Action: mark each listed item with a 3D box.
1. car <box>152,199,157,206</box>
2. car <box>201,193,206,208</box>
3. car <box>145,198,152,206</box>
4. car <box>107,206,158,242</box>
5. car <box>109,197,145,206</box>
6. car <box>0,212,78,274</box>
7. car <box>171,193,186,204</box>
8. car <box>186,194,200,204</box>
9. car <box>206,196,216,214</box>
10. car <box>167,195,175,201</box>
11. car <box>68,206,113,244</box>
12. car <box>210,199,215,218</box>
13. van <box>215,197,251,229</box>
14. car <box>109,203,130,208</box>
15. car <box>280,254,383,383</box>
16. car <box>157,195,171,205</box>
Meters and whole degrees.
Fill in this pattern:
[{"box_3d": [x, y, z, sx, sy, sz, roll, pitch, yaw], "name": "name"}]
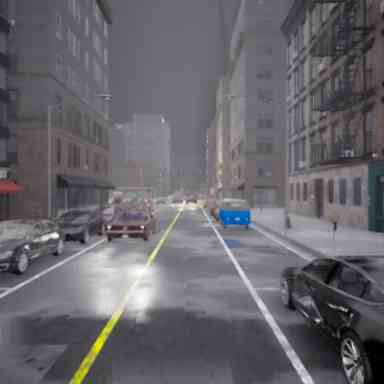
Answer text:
[{"box_3d": [-5.384, 1.430, 37.401, 1.967, 1.590, 4.097, 0, 0, 0], "name": "car"}, {"box_3d": [2.754, 1.339, 46.884, 2.097, 1.767, 4.553, 0, 0, 0], "name": "car"}, {"box_3d": [-5.384, 1.431, 31.992, 1.967, 1.590, 4.097, 0, 0, 0], "name": "car"}, {"box_3d": [-2.850, 1.596, 16.457, 1.895, 1.301, 4.718, 0, 0, 0], "name": "car"}, {"box_3d": [-5.385, 1.308, 26.582, 2.192, 1.841, 5.009, 0, 0, 0], "name": "car"}, {"box_3d": [-5.386, 1.548, 10.354, 2.008, 1.369, 4.403, 0, 0, 0], "name": "car"}, {"box_3d": [-2.745, 1.350, 62.537, 2.097, 1.767, 4.553, 0, 0, 0], "name": "car"}, {"box_3d": [-0.222, 1.515, 63.123, 1.812, 1.442, 4.674, 0, -1, -9], "name": "car"}, {"box_3d": [2.641, 1.431, 31.991, 1.967, 1.590, 4.097, 0, 0, 0], "name": "car"}, {"box_3d": [-5.380, 1.509, 85.714, 1.752, 1.417, 4.829, 0, 0, 0], "name": "car"}, {"box_3d": [-5.386, 1.562, 15.764, 1.947, 1.339, 4.313, 0, 0, 0], "name": "car"}, {"box_3d": [2.640, 1.518, 26.752, 1.752, 1.417, 4.829, 0, 0, 0], "name": "car"}, {"box_3d": [2.640, 1.335, 21.172, 1.690, 1.788, 3.998, 0, 0, 0], "name": "van"}, {"box_3d": [-5.385, 1.576, 21.173, 1.802, 1.307, 4.206, 0, 0, 0], "name": "car"}, {"box_3d": [2.639, 1.565, 4.944, 1.947, 1.339, 4.313, 0, 0, 0], "name": "car"}, {"box_3d": [-5.382, 1.537, 59.039, 2.008, 1.369, 4.403, 0, 0, 0], "name": "car"}]
